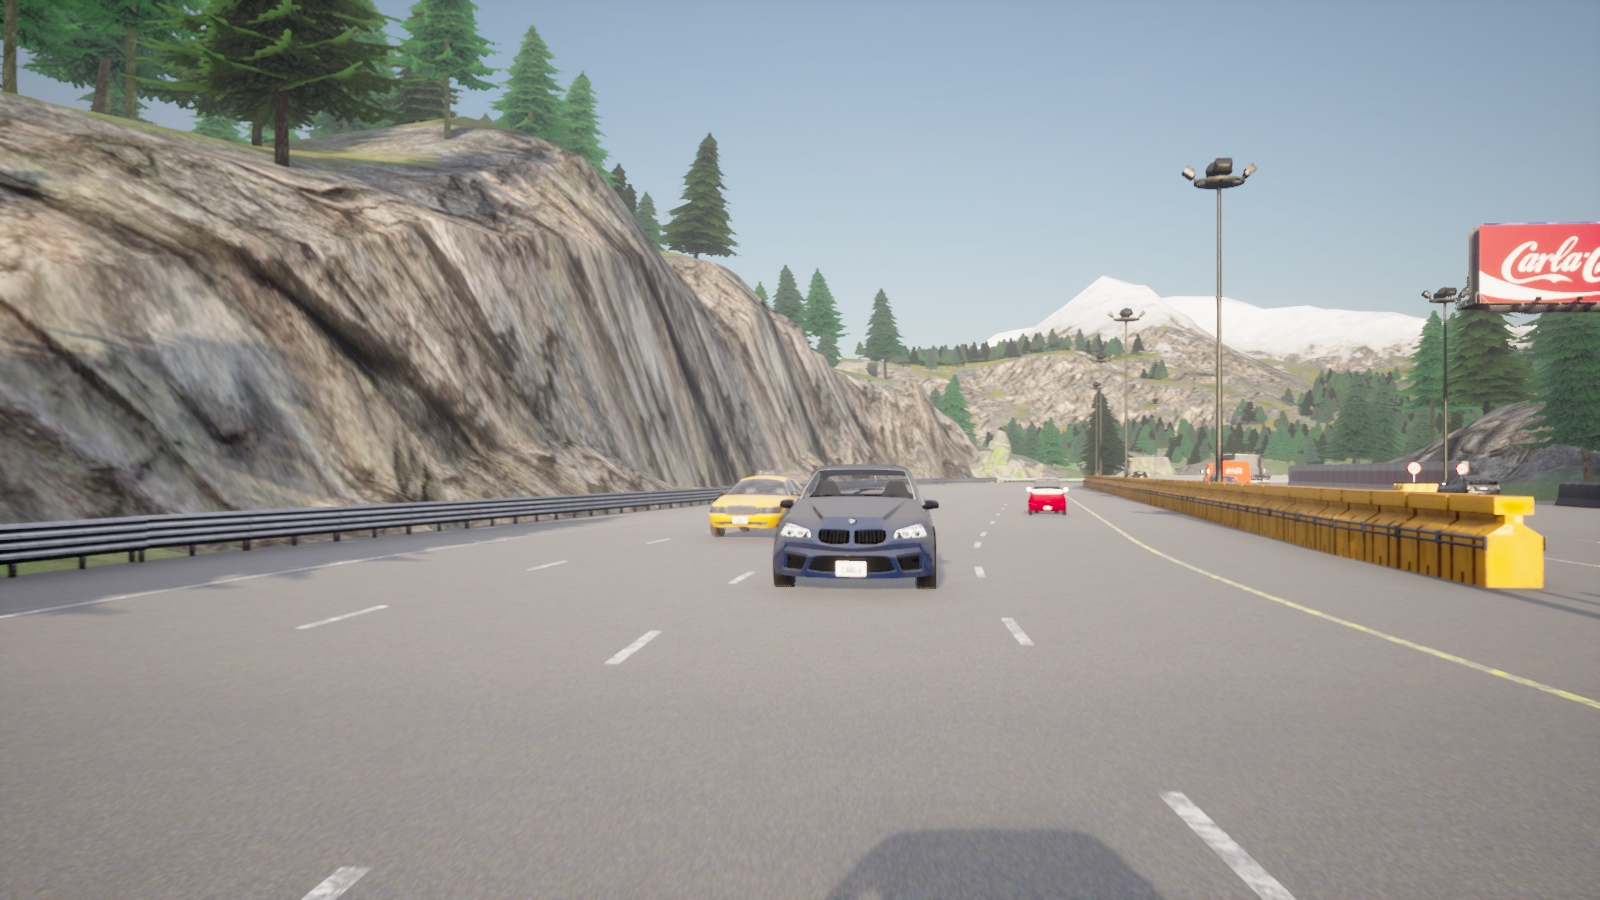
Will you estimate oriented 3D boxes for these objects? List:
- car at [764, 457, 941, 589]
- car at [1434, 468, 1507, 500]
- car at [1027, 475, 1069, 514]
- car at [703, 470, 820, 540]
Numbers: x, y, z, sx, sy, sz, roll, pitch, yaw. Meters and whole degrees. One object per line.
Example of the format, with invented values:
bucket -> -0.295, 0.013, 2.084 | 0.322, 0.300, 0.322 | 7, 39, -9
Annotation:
car -> 0.897, 0.960, 18.195 | 2.242, 1.667, 4.611 | 0, -1, 6
car -> 33.561, 1.694, 62.974 | 2.007, 1.525, 4.514 | 0, -1, 11
car -> 9.046, 1.604, 45.863 | 1.481, 1.376, 2.207 | 0, -1, 10
car -> -0.837, 1.272, 30.796 | 1.801, 1.575, 5.366 | 0, -1, 10
